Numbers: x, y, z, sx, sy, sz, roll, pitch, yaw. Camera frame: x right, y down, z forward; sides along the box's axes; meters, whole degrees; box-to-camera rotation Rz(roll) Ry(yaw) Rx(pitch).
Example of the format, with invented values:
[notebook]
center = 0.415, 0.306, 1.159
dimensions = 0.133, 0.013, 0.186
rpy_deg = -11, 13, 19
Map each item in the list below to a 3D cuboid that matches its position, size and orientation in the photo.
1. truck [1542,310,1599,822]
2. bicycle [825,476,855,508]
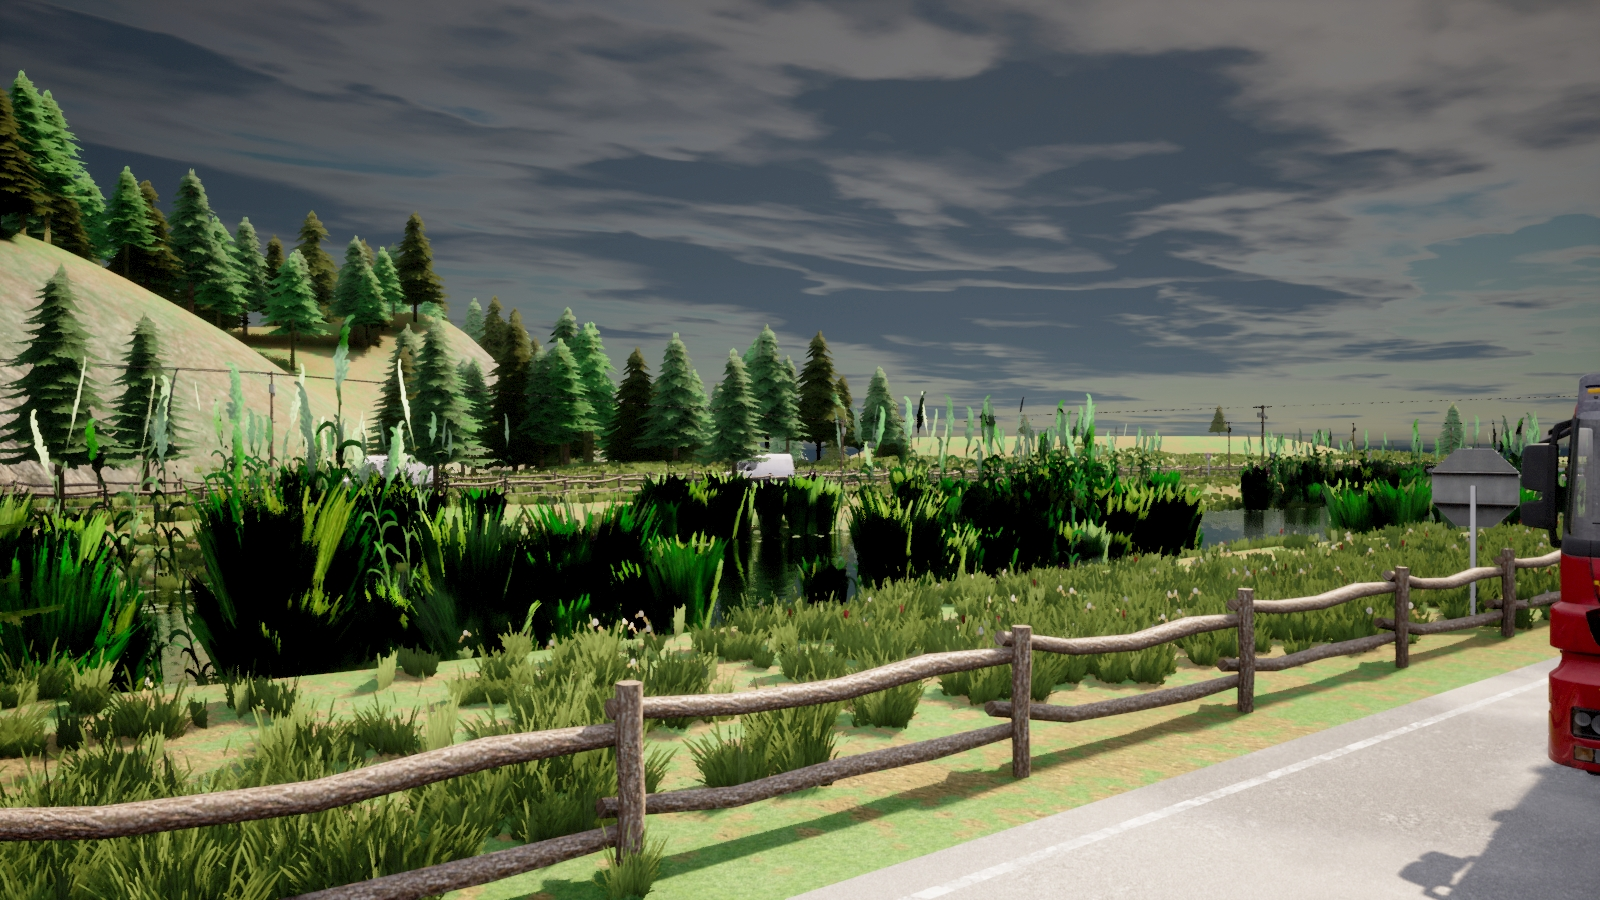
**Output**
[truck]
center = 9.610, 0.862, 10.984
dimensions = 2.891, 3.827, 8.468
rpy_deg = 0, 0, 42
[bicycle]
center = 1.954, 2.029, 55.522
dimensions = 1.643, 1.496, 0.373
rpy_deg = -1, 0, -43
